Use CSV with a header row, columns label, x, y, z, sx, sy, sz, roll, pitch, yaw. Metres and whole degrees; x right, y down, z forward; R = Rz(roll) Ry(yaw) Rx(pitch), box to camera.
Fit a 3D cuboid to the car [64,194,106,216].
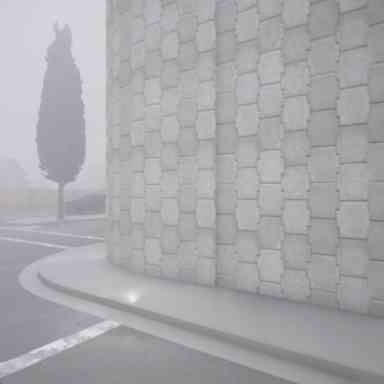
label,x,y,z,sx,sy,sz,roll,pitch,yaw
car,-10.122,1.224,33.135,2.150,2.045,5.566,0,0,35
